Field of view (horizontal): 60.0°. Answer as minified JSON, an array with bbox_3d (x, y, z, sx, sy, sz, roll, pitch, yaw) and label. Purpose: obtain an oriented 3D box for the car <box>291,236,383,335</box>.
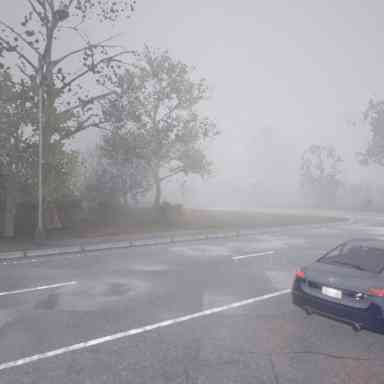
[{"bbox_3d":[3.857,1.564,6.445,4.181,1.385,1.994,0,0,-35],"label":"car"}]
